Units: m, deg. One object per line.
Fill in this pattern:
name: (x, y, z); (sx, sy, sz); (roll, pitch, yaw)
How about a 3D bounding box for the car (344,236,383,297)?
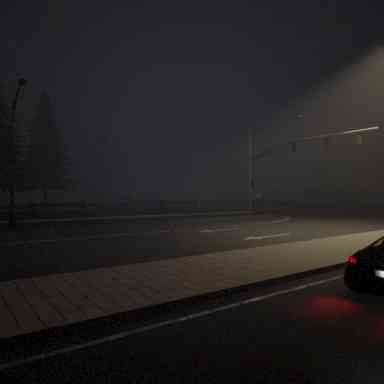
car: (5.356, 1.564, 7.597); (4.181, 1.385, 1.994); (0, 0, -35)
